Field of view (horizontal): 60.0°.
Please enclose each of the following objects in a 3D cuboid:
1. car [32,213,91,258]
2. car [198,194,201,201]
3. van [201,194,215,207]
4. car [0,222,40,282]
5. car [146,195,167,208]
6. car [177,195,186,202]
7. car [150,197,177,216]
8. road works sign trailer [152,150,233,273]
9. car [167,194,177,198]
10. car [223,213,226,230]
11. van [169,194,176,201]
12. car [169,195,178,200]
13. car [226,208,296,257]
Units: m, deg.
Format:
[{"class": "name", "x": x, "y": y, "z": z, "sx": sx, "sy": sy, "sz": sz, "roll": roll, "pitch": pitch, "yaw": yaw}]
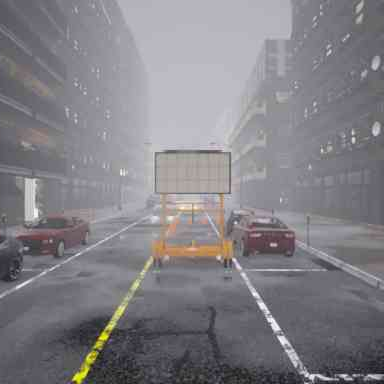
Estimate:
[{"class": "car", "x": -5.277, "y": 1.547, "z": 12.783, "sx": 1.887, "sy": 1.381, "sz": 4.507, "roll": 1, "pitch": 0, "yaw": 0}, {"class": "car", "x": 2.773, "y": 1.333, "z": 86.516, "sx": 2.192, "sy": 1.841, "sz": 5.009, "roll": 1, "pitch": 0, "yaw": 0}, {"class": "van", "x": 2.696, "y": 1.351, "z": 52.491, "sx": 1.690, "sy": 1.788, "sz": 3.998, "roll": 1, "pitch": 0, "yaw": 0}, {"class": "car", "x": -5.290, "y": 1.567, "z": 7.112, "sx": 1.947, "sy": 1.339, "sz": 4.313, "roll": 1, "pitch": 0, "yaw": 0}, {"class": "car", "x": -5.197, "y": 1.324, "z": 46.808, "sx": 2.192, "sy": 1.841, "sz": 5.009, "roll": 1, "pitch": 0, "yaw": 0}, {"class": "car", "x": -2.570, "y": 1.542, "z": 79.474, "sx": 1.812, "sy": 1.442, "sz": 4.674, "roll": 0, "pitch": 0, "yaw": 0}, {"class": "car", "x": -2.775, "y": 1.532, "z": 33.185, "sx": 1.812, "sy": 1.442, "sz": 4.674, "roll": 0, "pitch": 0, "yaw": 0}, {"class": "road works sign trailer", "x": 0.028, "y": 0.467, "z": 10.647, "sx": 2.380, "sy": 3.560, "sz": 2.880, "roll": 0, "pitch": 0, "yaw": 0}, {"class": "car", "x": -5.133, "y": 1.330, "z": 75.162, "sx": 2.192, "sy": 1.841, "sz": 5.009, "roll": 1, "pitch": 0, "yaw": 0}, {"class": "car", "x": 2.616, "y": 1.555, "z": 18.466, "sx": 2.008, "sy": 1.369, "sz": 4.403, "roll": 1, "pitch": 0, "yaw": 0}, {"class": "van", "x": -5.107, "y": 1.359, "z": 86.504, "sx": 1.690, "sy": 1.788, "sz": 3.998, "roll": 1, "pitch": 0, "yaw": 0}, {"class": "car", "x": -5.097, "y": 1.570, "z": 92.174, "sx": 2.008, "sy": 1.369, "sz": 4.403, "roll": 1, "pitch": 0, "yaw": 0}, {"class": "car", "x": 2.603, "y": 1.547, "z": 12.795, "sx": 1.887, "sy": 1.381, "sz": 4.507, "roll": 1, "pitch": 0, "yaw": 0}]
